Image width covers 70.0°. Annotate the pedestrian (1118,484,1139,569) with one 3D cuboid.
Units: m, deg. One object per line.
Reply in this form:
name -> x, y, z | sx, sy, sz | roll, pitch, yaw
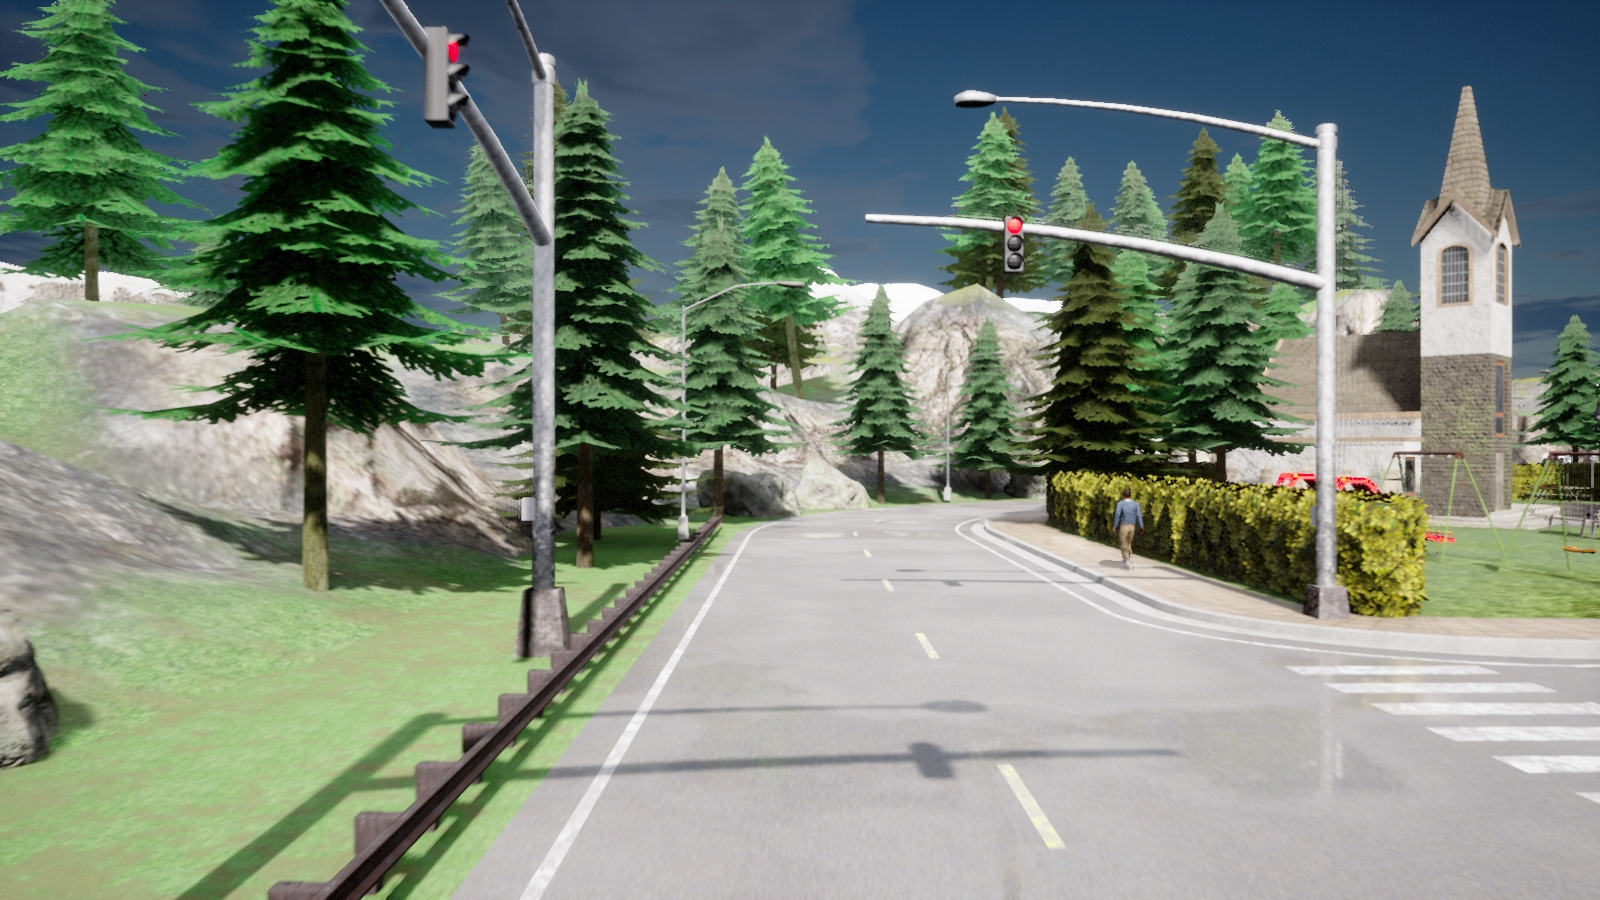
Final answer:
pedestrian -> 7.309, 1.691, 25.408 | 0.375, 1.860, 0.375 | 0, 0, 2
